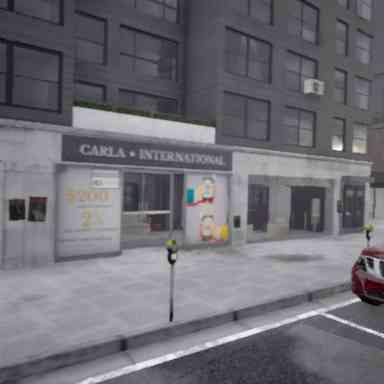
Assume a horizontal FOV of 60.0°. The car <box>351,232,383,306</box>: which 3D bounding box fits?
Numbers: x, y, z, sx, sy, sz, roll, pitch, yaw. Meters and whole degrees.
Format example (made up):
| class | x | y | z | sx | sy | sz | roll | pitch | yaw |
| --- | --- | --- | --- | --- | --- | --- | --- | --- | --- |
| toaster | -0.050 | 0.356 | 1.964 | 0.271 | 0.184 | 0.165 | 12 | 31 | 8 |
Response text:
| class | x | y | z | sx | sy | sz | roll | pitch | yaw |
| --- | --- | --- | --- | --- | --- | --- | --- | --- | --- |
| car | 5.409 | 1.343 | 6.800 | 5.009 | 1.841 | 2.192 | 1 | 1 | -34 |
